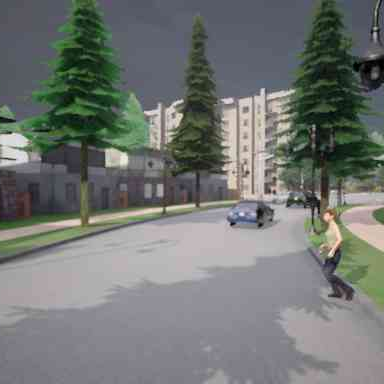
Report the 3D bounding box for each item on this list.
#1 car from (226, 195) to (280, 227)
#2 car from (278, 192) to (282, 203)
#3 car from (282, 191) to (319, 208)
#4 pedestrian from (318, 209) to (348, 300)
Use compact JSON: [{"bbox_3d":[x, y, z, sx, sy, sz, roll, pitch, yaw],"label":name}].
[{"bbox_3d":[3.543,1.156,19.505,2.033,1.411,5.357,1,1,23],"label":"car"},{"bbox_3d":[11.267,0.741,40.049,1.812,1.442,4.674,1,1,39],"label":"car"},{"bbox_3d":[11.514,0.682,34.449,2.097,1.767,4.553,1,1,37],"label":"car"},{"bbox_3d":[2.766,1.165,6.575,0.375,1.860,0.375,0,1,7],"label":"pedestrian"}]
